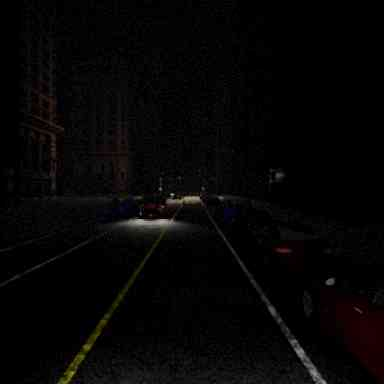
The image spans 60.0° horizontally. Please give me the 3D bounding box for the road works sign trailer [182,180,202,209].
[{"bbox_3d":[-0.004,0.200,40.435,2.380,3.560,2.880,0,0,0],"label":"road works sign trailer"}]

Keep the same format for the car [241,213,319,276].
[{"bbox_3d":[2.759,1.517,9.864,1.802,1.307,4.206,0,0,0],"label":"car"}]

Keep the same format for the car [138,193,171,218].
[{"bbox_3d":[-3.101,1.173,27.328,2.097,1.767,4.553,0,0,0],"label":"car"}]

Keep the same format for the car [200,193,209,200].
[{"bbox_3d":[2.753,1.042,72.079,1.752,1.417,4.829,0,0,0],"label":"car"}]

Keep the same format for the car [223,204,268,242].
[{"bbox_3d":[2.758,1.465,15.504,1.947,1.339,4.313,0,0,0],"label":"car"}]

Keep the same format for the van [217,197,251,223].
[{"bbox_3d":[2.757,1.203,21.143,1.690,1.788,3.998,0,0,0],"label":"van"}]

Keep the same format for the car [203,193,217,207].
[{"bbox_3d":[2.756,1.258,43.707,1.887,1.381,4.507,0,0,0],"label":"car"}]

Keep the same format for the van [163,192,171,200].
[{"bbox_3d":[-5.773,0.817,77.547,1.690,1.788,3.998,0,0,0],"label":"van"}]

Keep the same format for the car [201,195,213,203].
[{"bbox_3d":[2.754,1.164,60.628,1.947,1.339,4.313,0,0,0],"label":"car"}]

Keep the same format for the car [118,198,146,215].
[{"bbox_3d":[-5.769,1.333,32.422,1.887,1.381,4.507,0,0,0],"label":"car"}]

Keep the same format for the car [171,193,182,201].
[{"bbox_3d":[-3.010,1.084,67.720,1.837,1.490,4.892,0,0,0],"label":"car"}]

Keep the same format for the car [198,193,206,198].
[{"bbox_3d":[2.752,0.943,88.832,2.008,1.369,4.403,0,0,0],"label":"car"}]

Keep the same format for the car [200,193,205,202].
[{"bbox_3d":[2.755,1.188,54.988,2.008,1.369,4.403,0,0,0],"label":"car"}]

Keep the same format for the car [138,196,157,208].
[{"bbox_3d":[-5.770,1.280,43.703,1.947,1.339,4.313,0,0,0],"label":"car"}]

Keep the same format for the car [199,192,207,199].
[{"bbox_3d":[2.753,0.874,83.190,1.967,1.590,4.097,0,0,0],"label":"car"}]

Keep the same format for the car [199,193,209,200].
[{"bbox_3d":[2.753,1.027,77.550,2.008,1.369,4.403,0,0,0],"label":"car"}]

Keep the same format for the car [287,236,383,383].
[{"bbox_3d":[2.759,1.554,4.223,1.802,1.307,4.206,0,0,0],"label":"car"}]

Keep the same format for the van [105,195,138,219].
[{"bbox_3d":[-5.769,1.166,26.780,1.690,1.788,3.998,0,0,0],"label":"van"}]

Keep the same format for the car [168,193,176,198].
[{"bbox_3d":[-5.774,0.900,94.471,2.008,1.369,4.403,0,0,0],"label":"car"}]
